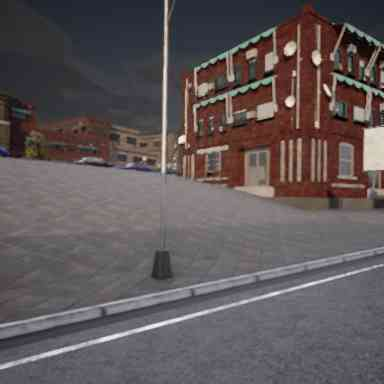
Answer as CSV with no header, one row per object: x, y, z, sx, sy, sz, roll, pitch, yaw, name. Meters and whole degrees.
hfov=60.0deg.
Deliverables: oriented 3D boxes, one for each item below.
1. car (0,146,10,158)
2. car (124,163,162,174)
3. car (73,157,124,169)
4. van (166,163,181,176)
-16.912,-3.340,25.047,2.435,2.045,5.566,0,-1,44,car
-6.023,-2.517,37.536,2.002,1.452,4.674,0,-2,40,car
-9.583,-2.717,33.293,2.002,1.452,4.674,0,-2,41,car
-2.437,-2.556,41.938,1.878,1.987,4.442,0,-2,39,van
